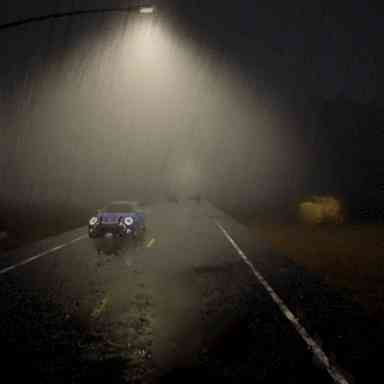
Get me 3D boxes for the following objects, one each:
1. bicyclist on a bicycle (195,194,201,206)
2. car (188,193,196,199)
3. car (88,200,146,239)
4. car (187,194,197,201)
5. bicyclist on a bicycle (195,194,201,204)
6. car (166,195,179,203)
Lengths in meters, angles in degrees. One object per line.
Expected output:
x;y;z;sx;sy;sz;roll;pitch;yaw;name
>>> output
0.966;1.212;44.526;0.582;1.620;1.656;0;0;0;bicyclist on a bicycle
0.007;1.069;82.680;1.994;1.385;4.181;0;0;0;car
-3.599;1.261;16.675;2.097;1.767;4.553;0;0;0;car
0.006;1.087;72.283;1.882;1.535;5.008;0;0;0;car
0.940;1.143;54.268;0.866;1.612;1.509;0;0;0;bicyclist on a bicycle
-3.532;1.204;59.434;1.812;1.442;4.674;0;0;1;car
